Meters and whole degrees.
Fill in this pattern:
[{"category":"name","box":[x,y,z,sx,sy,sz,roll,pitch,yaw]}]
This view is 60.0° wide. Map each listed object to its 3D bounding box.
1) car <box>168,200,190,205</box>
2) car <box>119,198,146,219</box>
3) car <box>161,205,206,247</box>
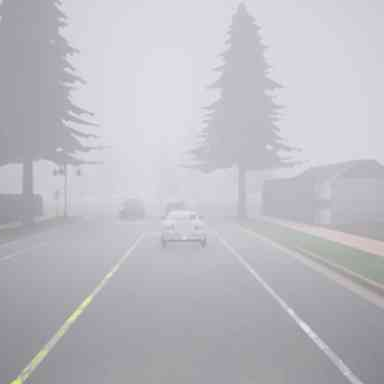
[{"category":"car","box":[-1.289,1.483,30.691,2.128,1.511,4.902,0,0,4]},{"category":"car","box":[-5.121,1.355,29.051,2.097,1.767,4.553,0,0,-6]},{"category":"car","box":[-0.429,1.520,15.021,1.812,1.442,4.674,0,0,-4]}]
